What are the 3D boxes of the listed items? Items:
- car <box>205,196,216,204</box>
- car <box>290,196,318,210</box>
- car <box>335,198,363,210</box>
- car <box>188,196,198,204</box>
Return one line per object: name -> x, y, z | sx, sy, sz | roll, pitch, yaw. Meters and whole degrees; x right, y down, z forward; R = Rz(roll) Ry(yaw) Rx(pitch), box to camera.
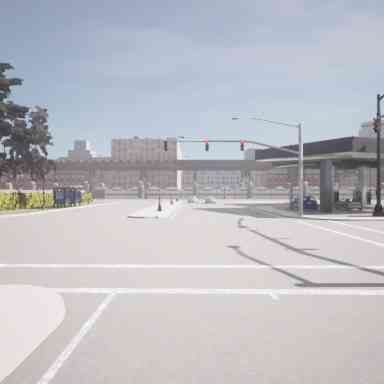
car -> 3.554, 1.525, 64.319 | 1.812, 1.442, 4.674 | 0, 0, 0
car -> 13.244, 1.295, 39.635 | 2.242, 1.667, 4.611 | 0, 0, 0
car -> 18.989, 1.456, 40.393 | 1.970, 1.475, 3.806 | 0, 0, 0
car -> 0.160, 1.525, 66.102 | 1.812, 1.442, 4.674 | 0, 0, 0
